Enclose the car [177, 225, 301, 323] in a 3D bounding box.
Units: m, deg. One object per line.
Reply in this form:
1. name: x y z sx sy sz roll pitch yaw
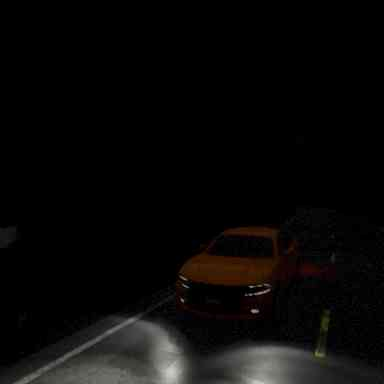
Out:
1. car: 1.370 1.594 7.799 1.882 1.535 5.008 0 -1 24
